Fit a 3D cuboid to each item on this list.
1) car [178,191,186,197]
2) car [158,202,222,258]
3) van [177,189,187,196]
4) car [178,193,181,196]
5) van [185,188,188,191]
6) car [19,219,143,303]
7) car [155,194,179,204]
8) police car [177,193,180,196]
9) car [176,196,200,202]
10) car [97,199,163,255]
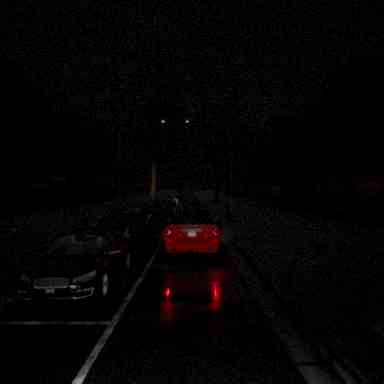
[{"bbox_3d":[-2.699,0.594,91.595,1.947,1.339,4.313,1,2,0],"label":"car"},{"bbox_3d":[0.015,1.453,13.361,2.097,1.767,4.553,0,0,0],"label":"car"},{"bbox_3d":[-2.689,0.798,74.959,1.690,1.788,3.998,0,1,0],"label":"van"},{"bbox_3d":[-3.055,1.344,51.572,1.882,1.535,5.008,0,1,0],"label":"car"},{"bbox_3d":[-2.693,0.525,86.046,1.690,1.788,3.998,1,1,0],"label":"van"},{"bbox_3d":[-2.660,1.626,8.412,2.008,1.369,4.403,-1,0,0],"label":"car"},{"bbox_3d":[-2.671,1.404,30.602,2.192,1.841,5.009,-1,0,0],"label":"car"},{"bbox_3d":[-3.043,1.380,44.682,1.930,1.638,5.238,0,1,0],"label":"police car"},{"bbox_3d":[0.002,1.451,28.344,2.097,1.767,4.553,0,0,0],"label":"car"},{"bbox_3d":[-2.666,1.421,13.965,2.192,1.841,5.009,-1,0,0],"label":"car"}]
